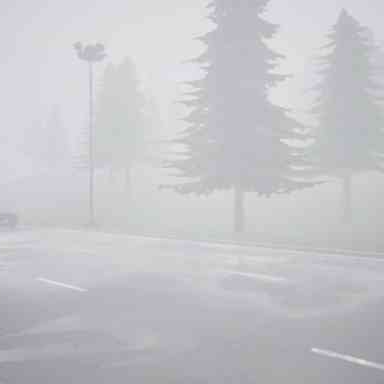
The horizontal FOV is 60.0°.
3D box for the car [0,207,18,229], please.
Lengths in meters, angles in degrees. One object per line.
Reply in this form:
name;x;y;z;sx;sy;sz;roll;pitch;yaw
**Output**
car;-13.660;1.723;22.334;5.008;1.535;1.882;-1;0;36
